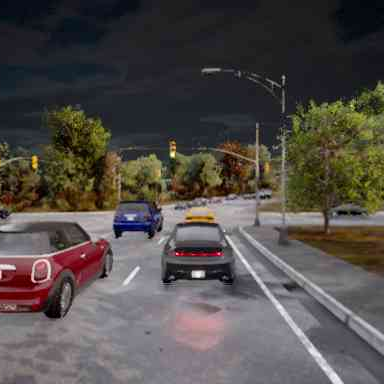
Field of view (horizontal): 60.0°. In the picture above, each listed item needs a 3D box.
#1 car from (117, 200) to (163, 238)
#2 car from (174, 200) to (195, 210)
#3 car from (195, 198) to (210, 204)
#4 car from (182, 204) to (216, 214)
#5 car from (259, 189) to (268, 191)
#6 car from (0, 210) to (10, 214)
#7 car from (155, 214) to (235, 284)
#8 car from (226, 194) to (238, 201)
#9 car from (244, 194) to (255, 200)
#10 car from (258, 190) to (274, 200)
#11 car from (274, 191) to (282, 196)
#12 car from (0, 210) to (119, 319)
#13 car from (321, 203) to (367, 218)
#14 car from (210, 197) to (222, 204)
[{"bbox_3d":[-3.050,1.498,19.735,2.150,2.045,5.566,0,-1,2],"label":"car"},{"bbox_3d":[-1.449,2.285,55.211,1.994,1.385,4.181,0,0,17],"label":"car"},{"bbox_3d":[1.309,1.970,63.572,2.097,1.767,4.553,0,1,21],"label":"car"},{"bbox_3d":[0.552,1.785,21.940,1.882,1.535,5.008,0,-1,2],"label":"car"},{"bbox_3d":[19.965,0.266,90.900,2.150,2.045,5.566,-1,2,38],"label":"car"},{"bbox_3d":[-21.238,2.211,33.995,4.718,1.301,1.895,-1,-1,3],"label":"car"},{"bbox_3d":[0.171,1.640,9.982,1.837,1.490,4.892,0,-1,1],"label":"car"},{"bbox_3d":[9.890,1.355,81.898,1.812,1.442,4.674,0,3,28],"label":"car"},{"bbox_3d":[14.479,1.202,82.733,1.994,1.385,4.181,-1,3,33],"label":"car"},{"bbox_3d":[17.801,1.070,81.461,1.882,1.535,5.008,-1,3,33],"label":"car"},{"bbox_3d":[23.557,0.478,89.861,1.882,1.535,5.008,-1,2,38],"label":"car"},{"bbox_3d":[-3.353,1.454,7.771,2.097,1.767,4.553,0,-1,1],"label":"car"},{"bbox_3d":[16.318,1.934,35.413,4.902,1.511,2.128,-1,-1,3],"label":"car"},{"bbox_3d":[5.164,1.831,72.846,1.812,1.442,4.674,0,2,23],"label":"car"}]
